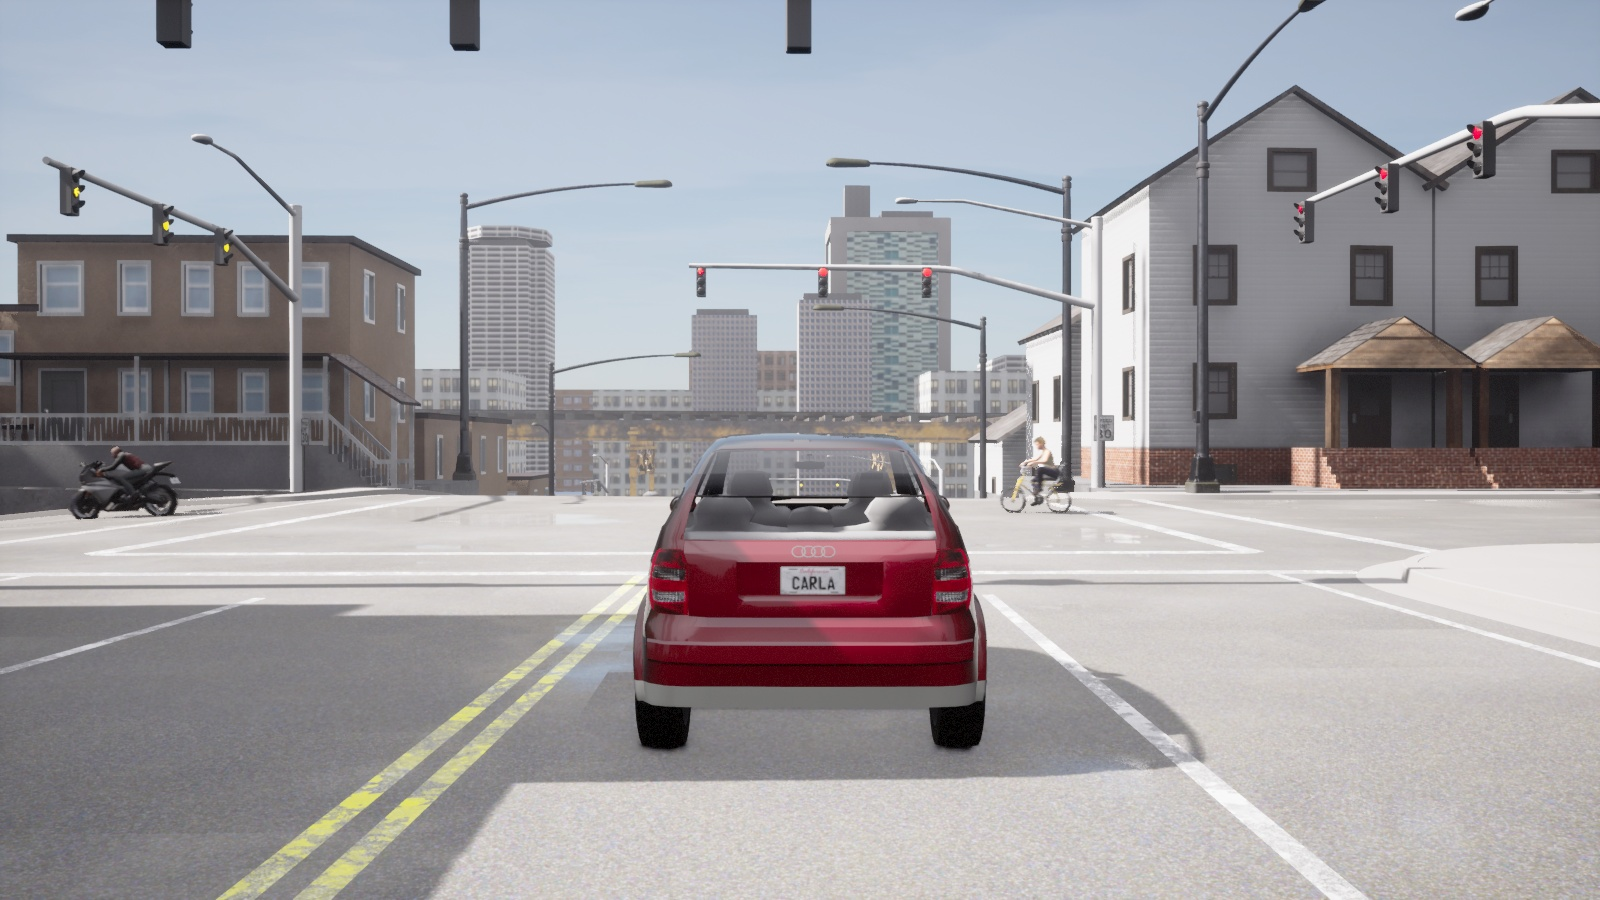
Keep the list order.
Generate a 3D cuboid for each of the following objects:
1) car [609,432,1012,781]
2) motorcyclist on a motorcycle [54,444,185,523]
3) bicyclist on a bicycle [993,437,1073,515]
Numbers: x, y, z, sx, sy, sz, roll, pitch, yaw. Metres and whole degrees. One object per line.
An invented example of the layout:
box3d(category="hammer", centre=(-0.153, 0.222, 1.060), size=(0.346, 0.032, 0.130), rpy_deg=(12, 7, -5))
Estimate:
box3d(category="car", centre=(0.056, 0.683, 7.431), size=(1.789, 1.549, 3.705), rpy_deg=(0, 0, 0))
box3d(category="motorcyclist on a motorcycle", centre=(-14.177, 0.687, 26.207), size=(2.191, 1.530, 0.866), rpy_deg=(-2, 0, 0))
box3d(category="bicyclist on a bicycle", centre=(4.874, 0.535, 26.358), size=(1.509, 1.612, 0.866), rpy_deg=(0, 0, 0))
